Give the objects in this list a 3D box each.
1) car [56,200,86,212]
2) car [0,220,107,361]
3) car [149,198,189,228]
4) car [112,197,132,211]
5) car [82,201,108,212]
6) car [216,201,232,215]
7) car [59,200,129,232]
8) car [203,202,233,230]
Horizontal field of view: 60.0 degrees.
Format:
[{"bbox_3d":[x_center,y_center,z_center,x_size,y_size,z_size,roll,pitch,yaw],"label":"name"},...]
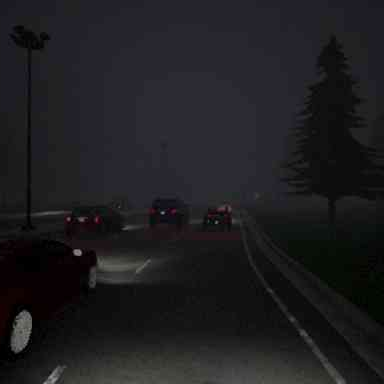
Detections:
[{"bbox_3d":[-17.368,1.975,48.045,2.128,1.511,4.902,0,-1,7],"label":"car"},{"bbox_3d":[-3.256,1.539,6.071,1.882,1.535,5.008,0,-1,2],"label":"car"},{"bbox_3d":[-1.565,1.471,24.301,2.150,2.045,5.566,0,0,7],"label":"car"},{"bbox_3d":[-10.356,1.690,47.665,2.150,2.045,5.566,0,-1,7],"label":"car"},{"bbox_3d":[-13.865,2.008,47.834,1.812,1.442,4.674,0,-1,7],"label":"car"},{"bbox_3d":[3.929,1.888,40.206,1.882,1.535,5.008,0,0,7],"label":"car"},{"bbox_3d":[-5.615,1.551,19.788,2.097,1.767,4.553,0,-1,6],"label":"car"},{"bbox_3d":[1.829,1.730,23.222,2.128,1.511,4.902,0,0,7],"label":"car"}]
